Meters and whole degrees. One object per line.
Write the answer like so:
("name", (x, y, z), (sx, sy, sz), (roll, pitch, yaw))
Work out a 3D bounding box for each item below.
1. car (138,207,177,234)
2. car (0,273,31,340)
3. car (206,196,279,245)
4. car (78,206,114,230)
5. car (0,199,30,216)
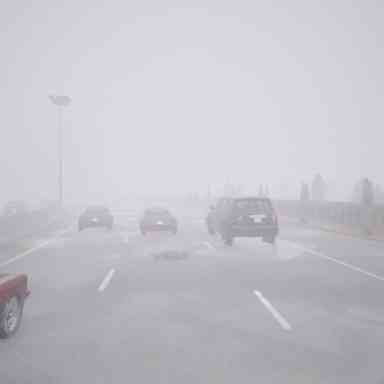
("car", (-2.063, 1.555, 19.288), (1.994, 1.385, 4.181), (0, 0, -11))
("car", (-3.608, 1.612, 3.582), (1.895, 1.301, 4.718), (0, 0, -3))
("car", (2.170, 1.199, 15.674), (2.150, 2.045, 5.566), (0, 0, -9))
("car", (-6.043, 1.569, 21.212), (1.994, 1.385, 4.181), (0, 0, -12))
("car", (-16.703, 1.529, 31.871), (2.128, 1.511, 4.902), (0, 0, -21))
